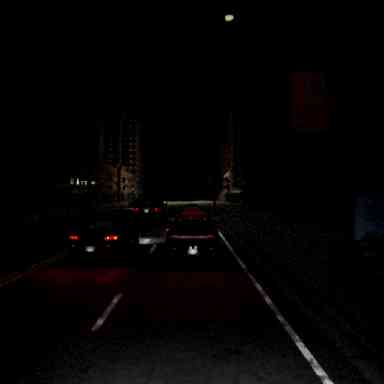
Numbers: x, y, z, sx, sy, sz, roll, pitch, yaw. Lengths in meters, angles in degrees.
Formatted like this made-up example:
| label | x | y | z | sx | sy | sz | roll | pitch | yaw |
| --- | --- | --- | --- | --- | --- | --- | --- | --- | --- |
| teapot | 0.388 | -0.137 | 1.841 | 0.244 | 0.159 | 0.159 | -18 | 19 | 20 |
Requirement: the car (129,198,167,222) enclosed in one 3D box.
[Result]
| label | x | y | z | sx | sy | sz | roll | pitch | yaw |
| --- | --- | --- | --- | --- | --- | --- | --- | --- | --- |
| car | -3.219 | 1.452 | 26.294 | 2.150 | 2.045 | 5.566 | 0 | 0 | 0 |

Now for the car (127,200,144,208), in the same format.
| label | x | y | z | sx | sy | sz | roll | pitch | yaw |
| --- | --- | --- | --- | --- | --- | --- | --- | --- | --- |
| car | -9.793 | 2.063 | 58.533 | 2.033 | 1.411 | 5.357 | 0 | -1 | 1 |

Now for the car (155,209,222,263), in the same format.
| label | x | y | z | sx | sy | sz | roll | pitch | yaw |
| --- | --- | --- | --- | --- | --- | --- | --- | --- | --- |
| car | 0.043 | 1.600 | 12.427 | 2.128 | 1.511 | 4.902 | 0 | 0 | 0 |

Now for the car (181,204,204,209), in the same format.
| label | x | y | z | sx | sy | sz | roll | pitch | yaw |
| --- | --- | --- | --- | --- | --- | --- | --- | --- | --- |
| car | 0.050 | 1.770 | 28.150 | 1.812 | 1.442 | 4.674 | 0 | 0 | 1 |

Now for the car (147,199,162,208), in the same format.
| label | x | y | z | sx | sy | sz | roll | pitch | yaw |
| --- | --- | --- | --- | --- | --- | --- | --- | --- | --- |
| car | -6.551 | 2.008 | 58.729 | 2.128 | 1.511 | 4.902 | 0 | 0 | 1 |

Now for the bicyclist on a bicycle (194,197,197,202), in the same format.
| label | x | y | z | sx | sy | sz | roll | pitch | yaw |
| --- | --- | --- | --- | --- | --- | --- | --- | --- | --- |
| bicyclist on a bicycle | 0.878 | 2.267 | 93.271 | 0.866 | 1.612 | 1.509 | 0 | -1 | 0 |

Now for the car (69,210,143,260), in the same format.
| label | x | y | z | sx | sy | sz | roll | pitch | yaw |
| --- | --- | --- | --- | --- | --- | --- | --- | --- | --- |
| car | -3.208 | 1.636 | 12.728 | 1.812 | 1.442 | 4.674 | 0 | -1 | 0 |
